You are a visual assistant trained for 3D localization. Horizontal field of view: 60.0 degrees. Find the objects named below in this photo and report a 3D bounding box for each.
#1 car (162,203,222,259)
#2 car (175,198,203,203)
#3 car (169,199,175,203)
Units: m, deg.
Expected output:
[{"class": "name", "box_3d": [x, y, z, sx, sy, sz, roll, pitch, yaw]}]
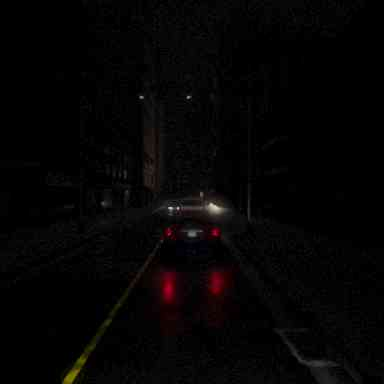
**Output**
[{"class": "car", "box_3d": [0.020, 1.483, 13.415, 2.097, 1.767, 4.553, 0, -1, 0]}, {"class": "car", "box_3d": [0.011, 1.491, 27.545, 2.150, 2.045, 5.566, 0, 0, 0]}, {"class": "car", "box_3d": [-3.049, 2.076, 60.106, 1.812, 1.442, 4.674, 0, 0, 1]}]
